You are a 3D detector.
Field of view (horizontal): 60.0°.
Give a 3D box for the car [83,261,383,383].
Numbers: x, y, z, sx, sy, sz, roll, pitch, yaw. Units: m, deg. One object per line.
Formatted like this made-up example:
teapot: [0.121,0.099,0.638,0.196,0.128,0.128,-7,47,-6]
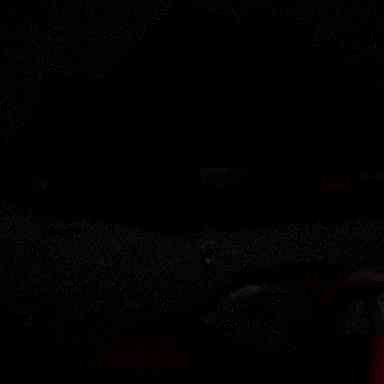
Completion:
car: [1.161,1.516,3.540,4.507,1.381,1.887,-1,0,-31]
